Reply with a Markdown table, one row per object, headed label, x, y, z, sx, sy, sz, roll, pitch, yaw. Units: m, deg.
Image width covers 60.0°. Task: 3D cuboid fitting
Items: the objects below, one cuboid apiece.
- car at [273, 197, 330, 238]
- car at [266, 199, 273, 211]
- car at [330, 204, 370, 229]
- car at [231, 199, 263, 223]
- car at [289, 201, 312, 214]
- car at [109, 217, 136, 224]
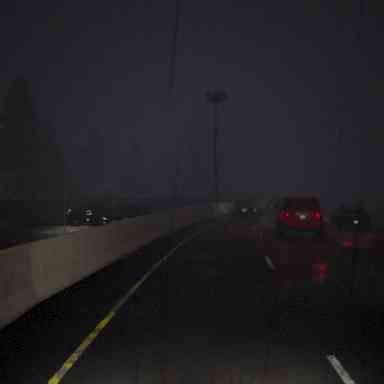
| label | x | y | z | sx | sy | sz | roll | pitch | yaw |
| --- | --- | --- | --- | --- | --- | --- | --- | --- | --- |
| car | 5.774 | 1.270 | 18.256 | 2.150 | 2.045 | 5.566 | 0 | 0 | 12 |
| car | 10.691 | 1.607 | 42.166 | 1.837 | 1.490 | 4.892 | 0 | -1 | 26 |
| car | 10.350 | 1.556 | 22.071 | 2.128 | 1.511 | 4.902 | 0 | 0 | 15 |
| car | 4.489 | 1.414 | 26.771 | 2.097 | 1.767 | 4.553 | 0 | 0 | 17 |
| car | 12.307 | 1.700 | 37.627 | 1.895 | 1.301 | 4.718 | 0 | 0 | 25 |
| car | -4.201 | 1.543 | 22.295 | 1.837 | 1.490 | 4.892 | 0 | 0 | 14 |
